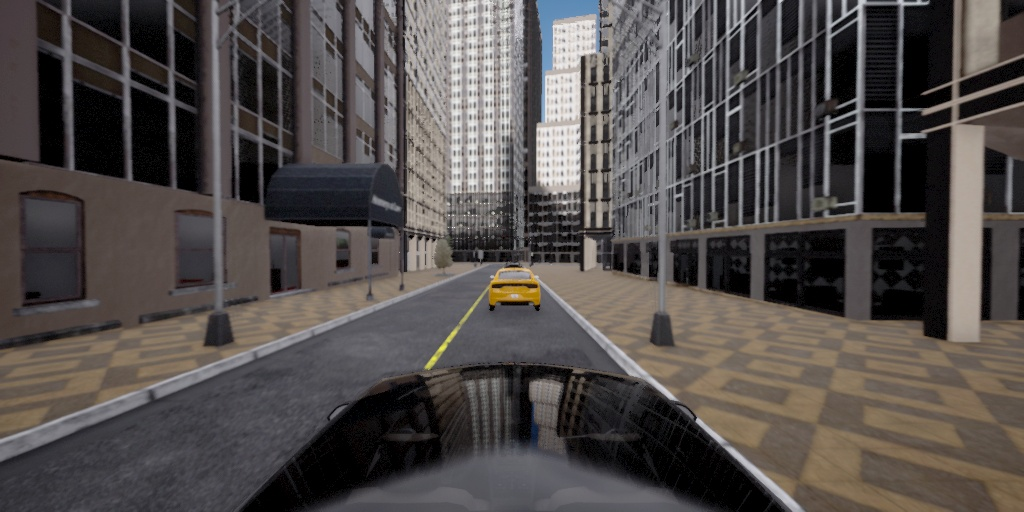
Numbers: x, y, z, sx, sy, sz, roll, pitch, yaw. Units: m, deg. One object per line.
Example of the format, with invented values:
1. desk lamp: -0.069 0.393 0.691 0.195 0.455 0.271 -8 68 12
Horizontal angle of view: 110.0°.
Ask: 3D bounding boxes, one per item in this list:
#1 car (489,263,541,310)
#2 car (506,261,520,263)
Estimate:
1. car: 0.098 1.223 14.792 1.882 1.535 5.008 0 0 0
2. car: 0.096 1.252 35.447 1.837 1.490 4.892 0 0 0
